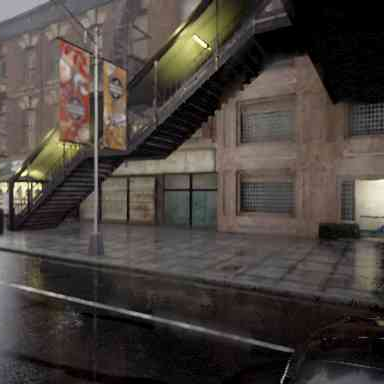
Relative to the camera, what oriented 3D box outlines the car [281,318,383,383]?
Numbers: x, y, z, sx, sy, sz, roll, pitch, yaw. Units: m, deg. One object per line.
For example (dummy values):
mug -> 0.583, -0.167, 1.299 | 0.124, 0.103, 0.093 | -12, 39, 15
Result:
car -> 3.002, 1.496, 1.873 | 4.902, 1.511, 2.128 | 0, 0, 30
